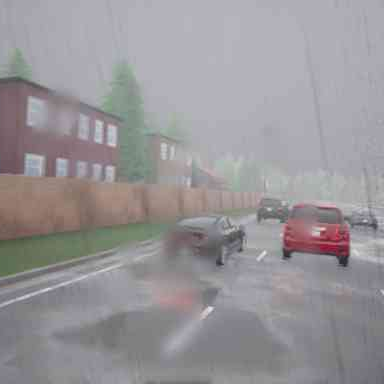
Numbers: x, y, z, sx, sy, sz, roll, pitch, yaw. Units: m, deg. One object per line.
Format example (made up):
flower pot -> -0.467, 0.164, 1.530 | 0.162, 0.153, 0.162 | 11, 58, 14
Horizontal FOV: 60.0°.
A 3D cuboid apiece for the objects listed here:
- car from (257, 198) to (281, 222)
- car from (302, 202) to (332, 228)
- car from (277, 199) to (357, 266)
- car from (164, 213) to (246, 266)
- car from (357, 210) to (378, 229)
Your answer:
car -> 7.047, 1.553, 28.733 | 2.150, 2.045, 5.566 | 3, 0, 21
car -> 10.540, 1.848, 28.104 | 2.097, 1.767, 4.553 | 3, 0, 21
car -> 4.862, 1.450, 13.068 | 2.150, 2.045, 5.566 | 3, 0, 21
car -> 0.664, 1.536, 11.905 | 1.837, 1.490, 4.892 | 3, 0, 21
car -> 14.080, 2.227, 27.603 | 1.994, 1.385, 4.181 | 3, 0, 21
